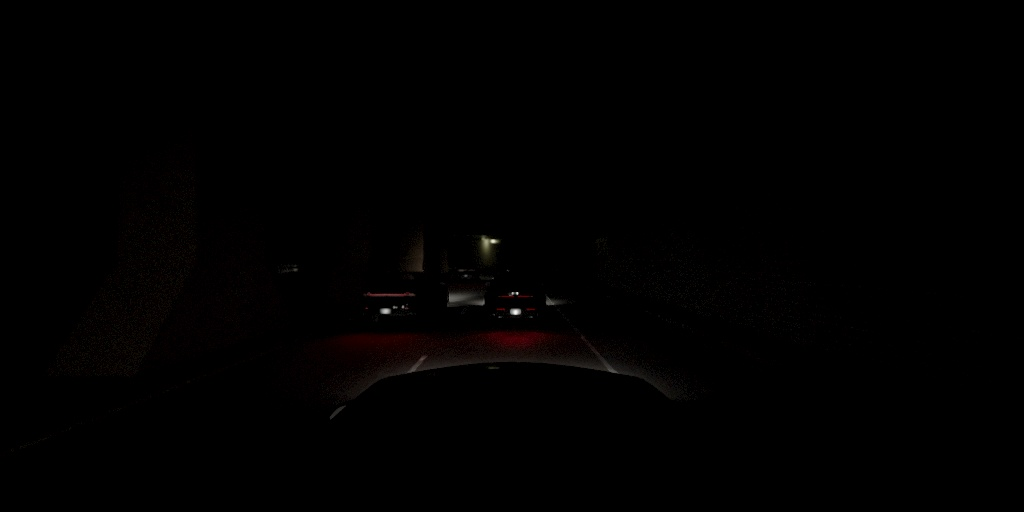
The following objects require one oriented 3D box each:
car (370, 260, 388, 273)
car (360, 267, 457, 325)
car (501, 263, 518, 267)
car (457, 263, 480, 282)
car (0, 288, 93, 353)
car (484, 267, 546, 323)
[{"bbox_3d":[-17.491,1.389,47.207,1.882,1.535,5.008,0,0,-17],"label":"car"},{"bbox_3d":[-3.401,1.278,12.074,2.128,1.511,4.902,0,0,0],"label":"car"},{"bbox_3d":[-0.239,1.357,30.381,1.837,1.490,4.892,0,0,-3],"label":"car"},{"bbox_3d":[-3.734,1.343,30.294,2.128,1.511,4.902,0,0,-4],"label":"car"},{"bbox_3d":[-10.601,1.370,7.185,1.895,1.301,4.718,0,0,0],"label":"car"},{"bbox_3d":[0.099,1.292,12.253,1.837,1.490,4.892,0,0,0],"label":"car"}]
